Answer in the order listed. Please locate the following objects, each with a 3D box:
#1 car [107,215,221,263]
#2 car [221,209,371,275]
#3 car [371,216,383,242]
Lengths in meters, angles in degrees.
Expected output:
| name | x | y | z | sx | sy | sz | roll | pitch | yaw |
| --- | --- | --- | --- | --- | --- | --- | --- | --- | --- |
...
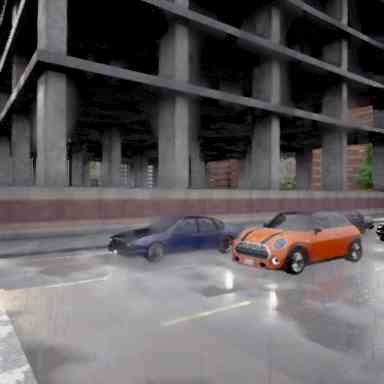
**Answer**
| name | x | y | z | sx | sy | sz | roll | pitch | yaw |
| --- | --- | --- | --- | --- | --- | --- | --- | --- | --- |
| car | -0.304 | 1.581 | 12.346 | 5.357 | 1.411 | 2.033 | 0 | 0 | -35 |
| car | 3.447 | 1.402 | 10.712 | 4.553 | 1.767 | 2.097 | 0 | 0 | -35 |
| car | 10.785 | 1.708 | 15.902 | 4.718 | 1.301 | 1.895 | 0 | 0 | -35 |
